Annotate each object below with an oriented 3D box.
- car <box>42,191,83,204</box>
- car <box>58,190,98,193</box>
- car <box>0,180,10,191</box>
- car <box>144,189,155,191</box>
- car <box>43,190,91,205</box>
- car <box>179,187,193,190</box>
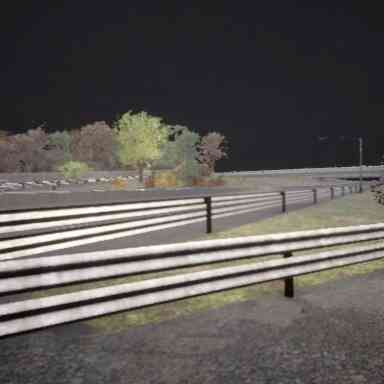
[{"bbox_3d":[-16.172,0.605,41.896,1.812,1.442,4.674,0,1,31],"label":"car"},{"bbox_3d":[-11.545,0.608,36.027,1.837,1.490,4.892,0,1,31],"label":"car"},{"bbox_3d":[-34.675,-1.022,58.413,2.150,2.045,5.566,-1,3,12],"label":"car"},{"bbox_3d":[-7.277,0.175,56.535,1.994,1.385,4.181,0,1,31],"label":"car"},{"bbox_3d":[-14.261,0.587,38.301,1.882,1.535,5.008,0,1,31],"label":"car"},{"bbox_3d":[-1.264,0.063,52.952,2.097,1.767,4.553,0,1,31],"label":"car"}]
